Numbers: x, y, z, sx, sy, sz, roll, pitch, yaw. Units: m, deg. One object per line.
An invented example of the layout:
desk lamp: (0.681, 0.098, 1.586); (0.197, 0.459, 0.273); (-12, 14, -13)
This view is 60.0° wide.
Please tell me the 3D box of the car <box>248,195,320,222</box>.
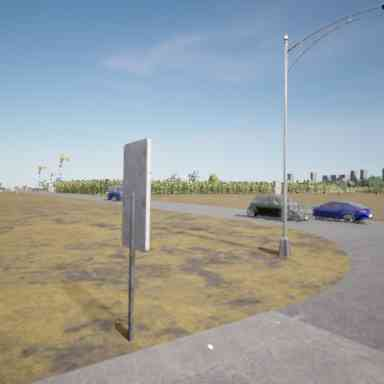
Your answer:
car: (6.034, 1.016, 23.008); (2.097, 1.767, 4.553); (2, 0, -35)

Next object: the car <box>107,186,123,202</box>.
car: (-9.812, 0.253, 45.702); (2.150, 2.045, 5.566); (2, 1, -35)

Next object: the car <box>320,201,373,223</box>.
car: (10.115, 1.321, 23.328); (1.812, 1.442, 4.674); (0, 2, -41)
